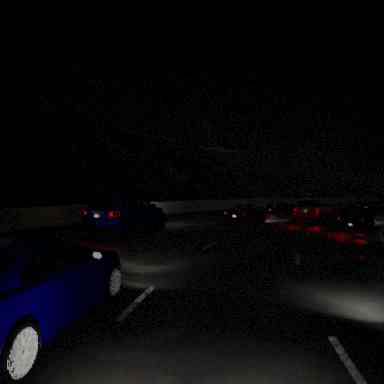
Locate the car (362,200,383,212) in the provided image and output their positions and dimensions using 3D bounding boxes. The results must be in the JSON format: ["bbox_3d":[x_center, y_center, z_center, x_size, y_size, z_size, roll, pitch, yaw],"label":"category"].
[{"bbox_3d":[20.121,1.632,37.442,1.994,1.385,4.181,0,0,44],"label":"car"}]

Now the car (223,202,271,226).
[{"bbox_3d":[3.809,1.552,23.551,1.994,1.385,4.181,0,0,31],"label":"car"}]

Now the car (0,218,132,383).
[{"bbox_3d":[-2.703,1.453,5.410,1.882,1.535,5.008,0,0,7],"label":"car"}]

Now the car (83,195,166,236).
[{"bbox_3d":[-3.370,1.174,17.588,2.150,2.045,5.566,0,0,21],"label":"car"}]

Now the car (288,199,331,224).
[{"bbox_3d":[9.325,1.371,25.347,2.097,1.767,4.553,0,0,36],"label":"car"}]

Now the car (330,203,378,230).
[{"bbox_3d":[10.581,1.634,21.503,1.895,1.301,4.718,0,0,33],"label":"car"}]

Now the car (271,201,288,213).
[{"bbox_3d":[9.805,1.606,36.881,1.895,1.301,4.718,0,0,44],"label":"car"}]
